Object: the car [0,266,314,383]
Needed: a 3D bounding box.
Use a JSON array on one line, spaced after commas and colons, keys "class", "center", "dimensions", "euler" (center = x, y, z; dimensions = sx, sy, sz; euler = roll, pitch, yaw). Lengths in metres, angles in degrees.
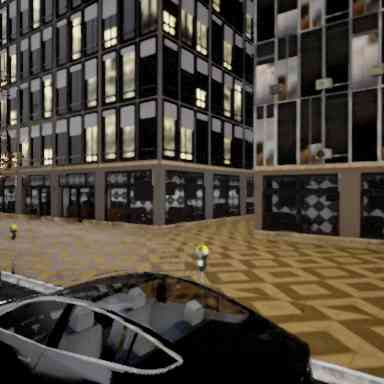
[{"class": "car", "center": [-0.941, 1.565, 3.542], "dimensions": [4.313, 1.339, 1.947], "euler": [0, 0, 35]}]
